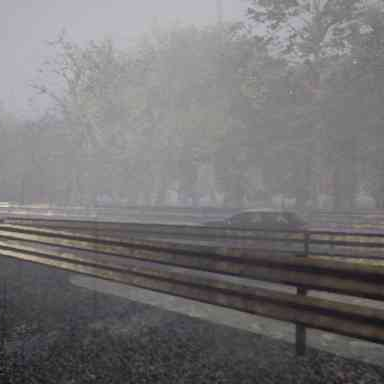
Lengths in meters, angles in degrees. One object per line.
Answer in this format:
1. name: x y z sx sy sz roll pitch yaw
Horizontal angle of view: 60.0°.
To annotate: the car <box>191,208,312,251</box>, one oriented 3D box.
1. car: 2.350 1.467 13.469 4.856 1.649 2.033 0 0 23
